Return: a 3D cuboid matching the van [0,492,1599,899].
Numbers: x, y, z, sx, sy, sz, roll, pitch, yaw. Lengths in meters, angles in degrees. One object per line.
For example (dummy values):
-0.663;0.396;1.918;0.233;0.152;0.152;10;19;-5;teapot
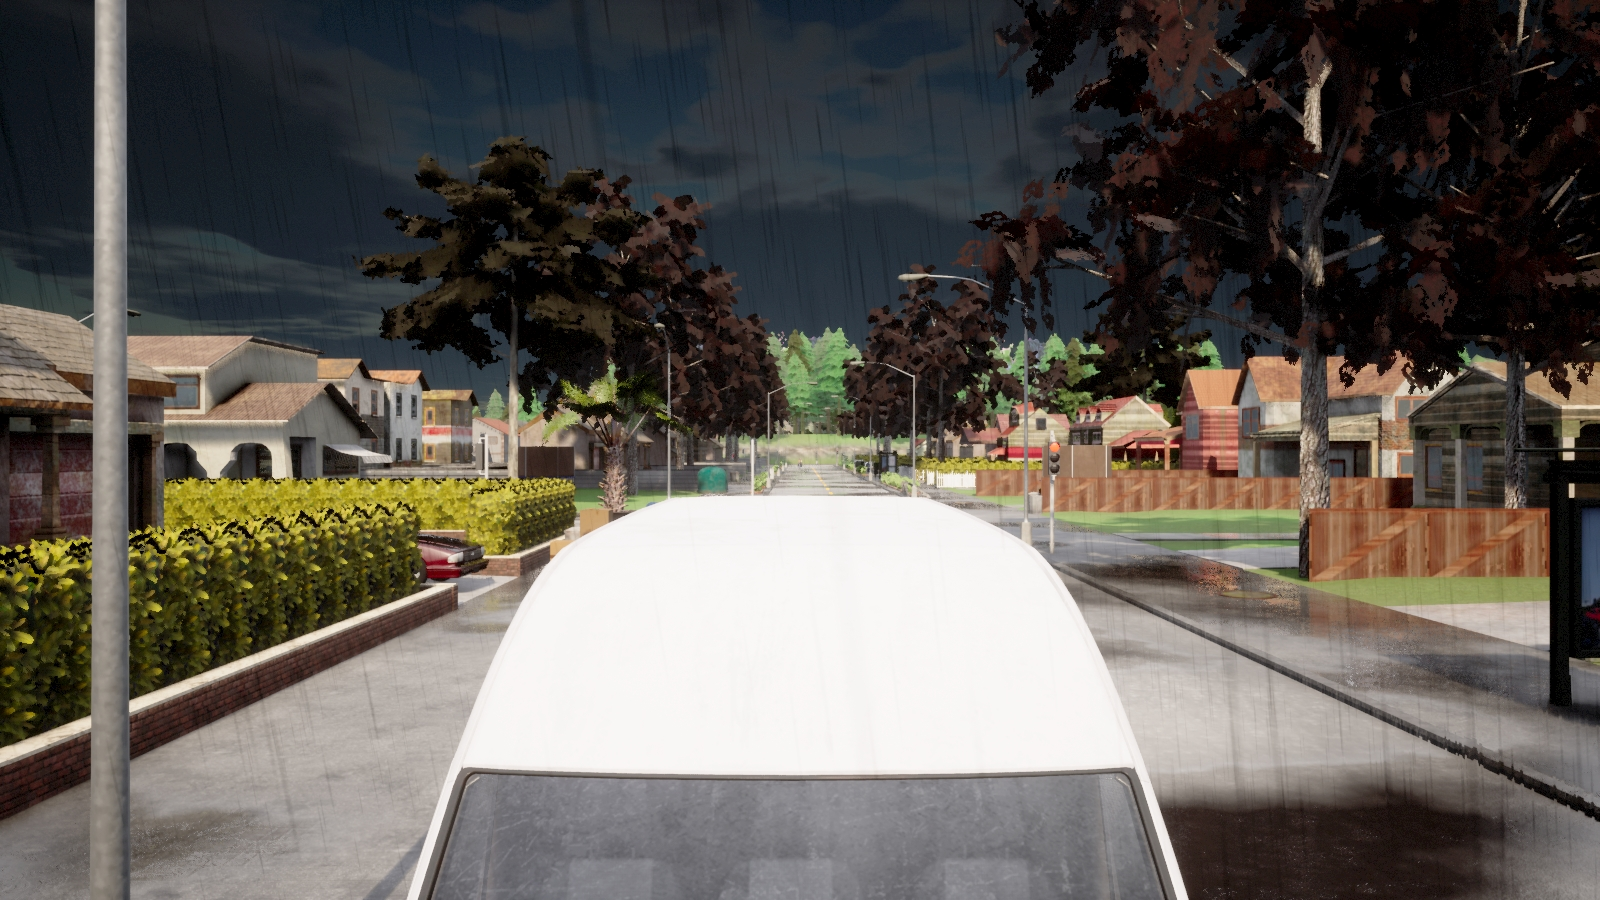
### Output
0.002;1.537;4.030;1.988;2.561;5.915;0;0;0;van
